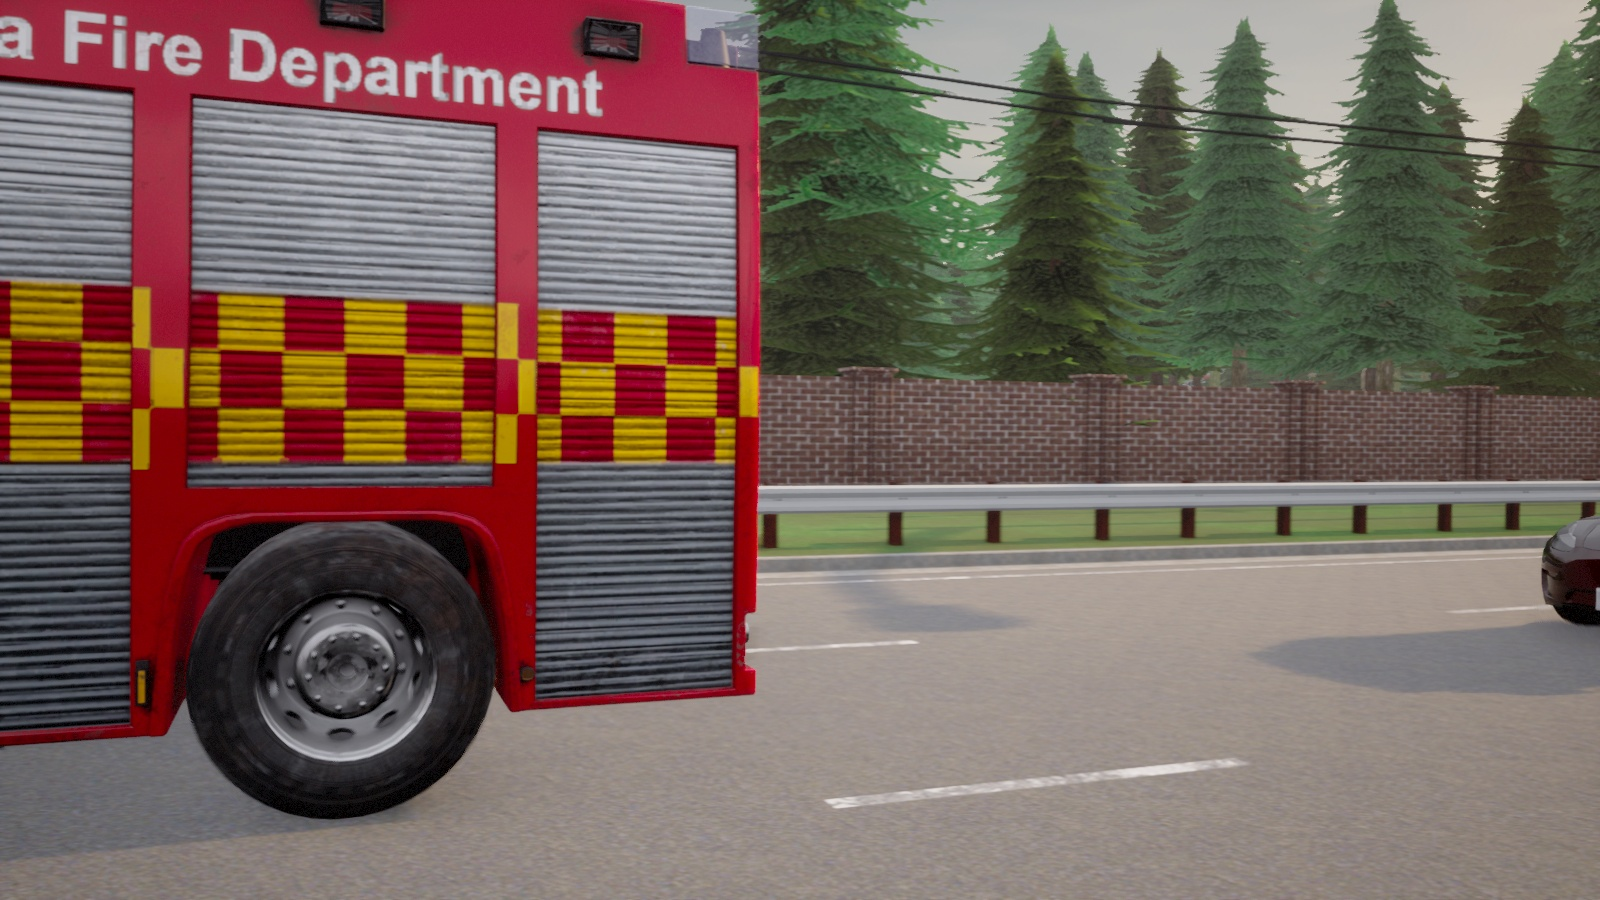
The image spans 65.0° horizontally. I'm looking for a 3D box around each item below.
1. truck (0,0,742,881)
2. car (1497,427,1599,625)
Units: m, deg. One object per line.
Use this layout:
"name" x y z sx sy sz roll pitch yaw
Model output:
"truck" -4.738 -0.400 5.170 8.468 3.827 2.891 -1 1 -21
"car" 8.348 0.542 10.153 4.792 1.488 2.163 -1 1 -21
